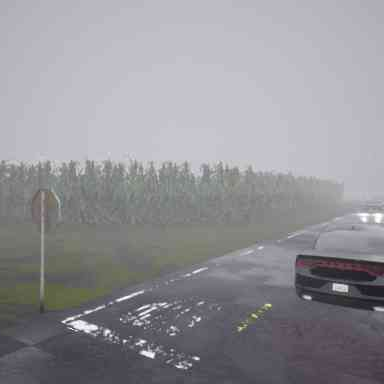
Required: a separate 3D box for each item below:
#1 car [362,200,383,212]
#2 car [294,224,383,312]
[{"bbox_3d":[21.002,1.623,38.589,1.895,1.301,4.718,0,0,33],"label":"car"},{"bbox_3d":[3.892,1.481,7.736,1.882,1.535,5.008,0,0,33],"label":"car"}]
